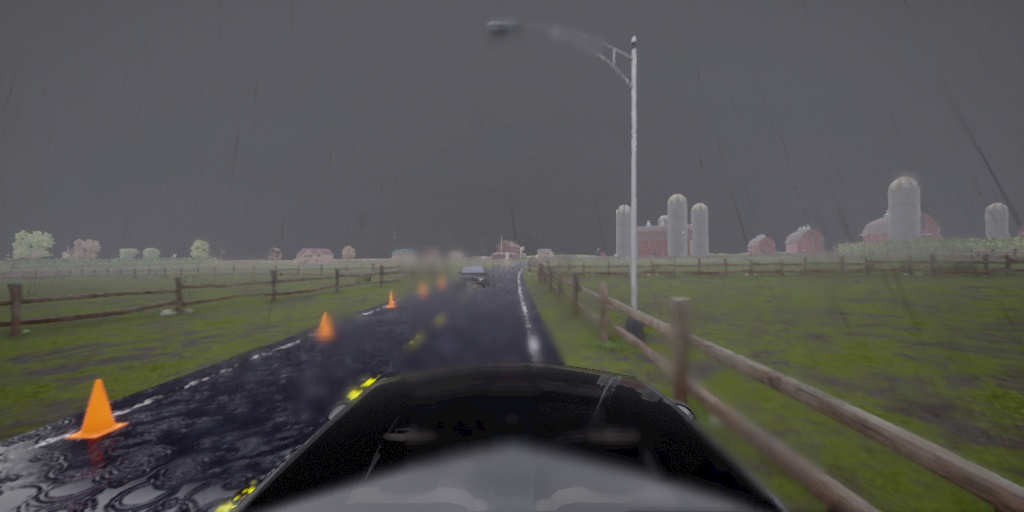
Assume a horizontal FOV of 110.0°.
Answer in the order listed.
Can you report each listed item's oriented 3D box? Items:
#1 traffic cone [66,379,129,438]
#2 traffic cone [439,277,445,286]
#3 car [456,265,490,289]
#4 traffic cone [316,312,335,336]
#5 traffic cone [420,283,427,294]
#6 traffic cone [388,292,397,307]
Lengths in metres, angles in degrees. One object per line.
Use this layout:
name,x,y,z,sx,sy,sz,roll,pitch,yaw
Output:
traffic cone,-4.723,1.706,4.096,0.340,0.580,0.340,0,0,0
traffic cone,-4.717,1.712,24.106,0.340,0.580,0.340,0,0,0
car,-2.442,1.304,23.745,2.033,1.411,5.357,0,0,0
traffic cone,-4.723,1.708,9.097,0.340,0.580,0.340,0,0,0
traffic cone,-4.721,1.711,19.098,0.340,0.580,0.340,0,0,0
traffic cone,-4.722,1.709,14.098,0.340,0.580,0.340,0,0,0
